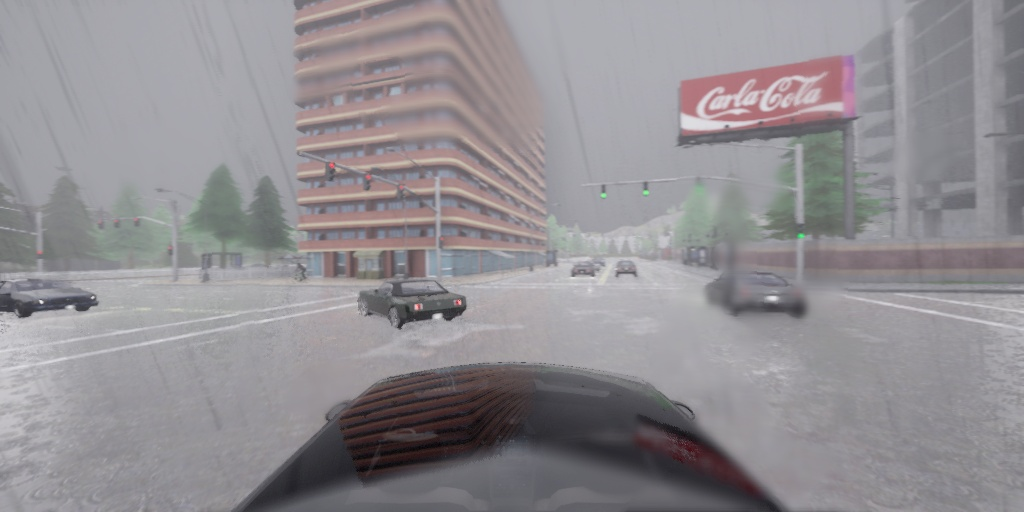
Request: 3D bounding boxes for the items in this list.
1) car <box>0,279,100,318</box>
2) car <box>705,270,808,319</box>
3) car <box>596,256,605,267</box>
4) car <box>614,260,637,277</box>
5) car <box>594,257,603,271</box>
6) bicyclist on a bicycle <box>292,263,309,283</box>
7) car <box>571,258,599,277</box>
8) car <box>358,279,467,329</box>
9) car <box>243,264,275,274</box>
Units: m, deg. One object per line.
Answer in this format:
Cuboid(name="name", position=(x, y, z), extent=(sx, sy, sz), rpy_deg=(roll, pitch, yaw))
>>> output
Cuboid(name="car", position=(-19.804, 1.656, 14.777), extent=(5.357, 1.411, 2.033), rpy_deg=(-1, 0, 17))
Cuboid(name="car", position=(8.022, 1.168, 12.180), extent=(1.994, 1.385, 4.181), rpy_deg=(-1, 0, 16))
Cuboid(name="car", position=(13.888, 0.846, 57.716), extent=(2.097, 1.767, 4.553), rpy_deg=(-1, 0, 17))
Cuboid(name="car", position=(10.336, 1.108, 32.619), extent=(2.033, 1.411, 5.357), rpy_deg=(-1, 0, 16))
Cuboid(name="car", position=(9.471, 1.176, 42.761), extent=(1.895, 1.301, 4.718), rpy_deg=(-1, 0, 17))
Cuboid(name="bicyclist on a bicycle", position=(-17.153, 1.361, 29.079), extent=(0.582, 1.620, 1.656), rpy_deg=(-1, 0, 17))
Cuboid(name="car", position=(6.646, 1.191, 33.121), extent=(1.994, 1.385, 4.181), rpy_deg=(-1, 0, 16))
Cuboid(name="car", position=(-3.475, 1.413, 11.730), extent=(1.895, 1.301, 4.718), rpy_deg=(-1, 0, -39))
Cuboid(name="car", position=(-34.014, 1.856, 48.808), extent=(2.033, 1.411, 5.357), rpy_deg=(-1, 0, 18))
